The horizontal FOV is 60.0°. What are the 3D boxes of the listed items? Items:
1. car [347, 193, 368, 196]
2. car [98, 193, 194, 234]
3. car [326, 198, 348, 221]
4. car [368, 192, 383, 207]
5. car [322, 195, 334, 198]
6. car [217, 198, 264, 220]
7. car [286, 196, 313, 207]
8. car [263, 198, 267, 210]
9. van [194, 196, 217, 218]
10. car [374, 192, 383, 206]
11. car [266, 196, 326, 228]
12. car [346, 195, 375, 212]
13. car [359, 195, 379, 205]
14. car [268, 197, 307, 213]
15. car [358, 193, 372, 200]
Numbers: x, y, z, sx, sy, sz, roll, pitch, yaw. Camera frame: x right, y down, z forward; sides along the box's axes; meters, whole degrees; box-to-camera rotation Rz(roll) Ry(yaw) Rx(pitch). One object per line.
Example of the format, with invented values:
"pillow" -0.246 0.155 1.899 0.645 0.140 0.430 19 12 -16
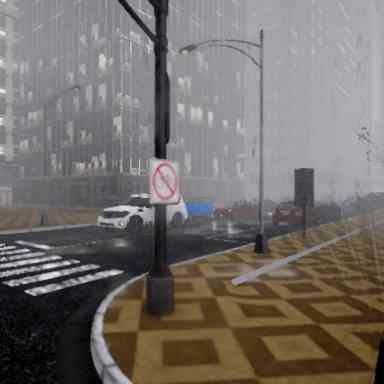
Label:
"car" 20.997 1.185 43.269 1.812 1.442 4.674 0 0 39
"car" -2.607 1.112 18.893 2.150 2.045 5.566 0 0 39
"car" 10.192 1.372 25.507 1.947 1.339 4.313 1 1 39
"car" 24.357 0.963 43.312 2.192 1.841 5.009 1 1 39
"car" 21.379 1.163 53.008 1.947 1.339 4.313 1 1 39
"car" 3.588 1.422 26.632 1.895 1.301 4.718 0 0 39
"car" 14.270 1.242 44.123 1.947 1.339 4.313 1 1 39
"car" 7.156 1.300 35.246 1.887 1.381 4.507 1 1 39
"van" -0.039 1.175 26.430 1.690 1.788 3.998 1 1 39
"car" 27.911 0.924 47.753 2.192 1.841 5.009 1 1 39
"car" 6.683 1.286 21.029 1.967 1.590 4.097 1 1 39
"car" 17.248 1.309 34.431 1.802 1.307 4.206 1 1 39
"car" 27.121 1.156 50.932 1.994 1.385 4.181 0 0 39
"car" 10.080 1.296 34.735 2.033 1.411 5.357 0 0 39
"car" 39.150 0.968 75.219 1.947 1.339 4.313 1 1 39
